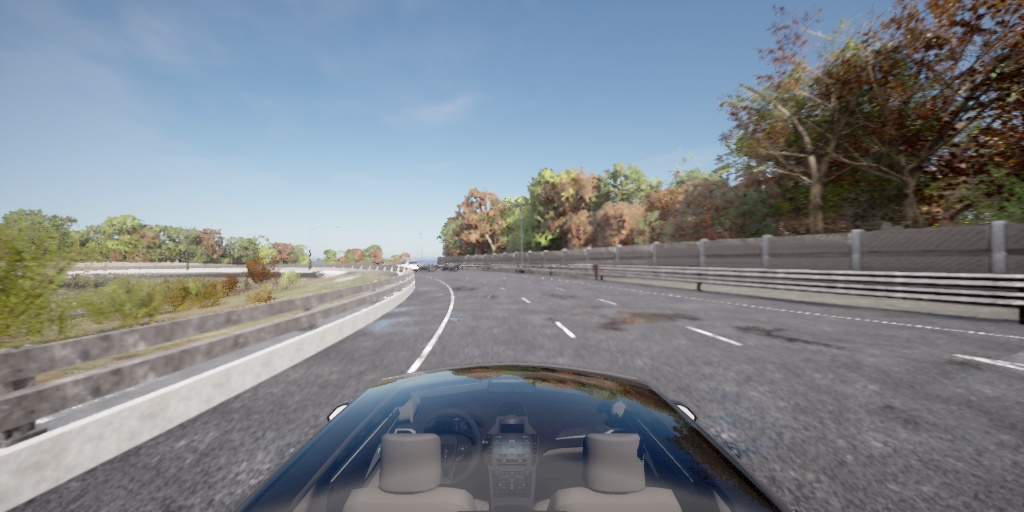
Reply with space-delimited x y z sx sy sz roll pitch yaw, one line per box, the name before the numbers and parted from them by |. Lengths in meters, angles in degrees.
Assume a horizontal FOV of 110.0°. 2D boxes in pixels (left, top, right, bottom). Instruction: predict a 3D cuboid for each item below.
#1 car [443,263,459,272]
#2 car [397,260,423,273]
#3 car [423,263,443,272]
car | -10.881 2.013 63.006 1.812 1.442 4.674 0 -1 -35
car | -17.523 1.766 60.384 2.150 2.045 5.566 0 -1 -35
car | -14.421 2.015 62.026 2.128 1.511 4.902 0 -1 -35
